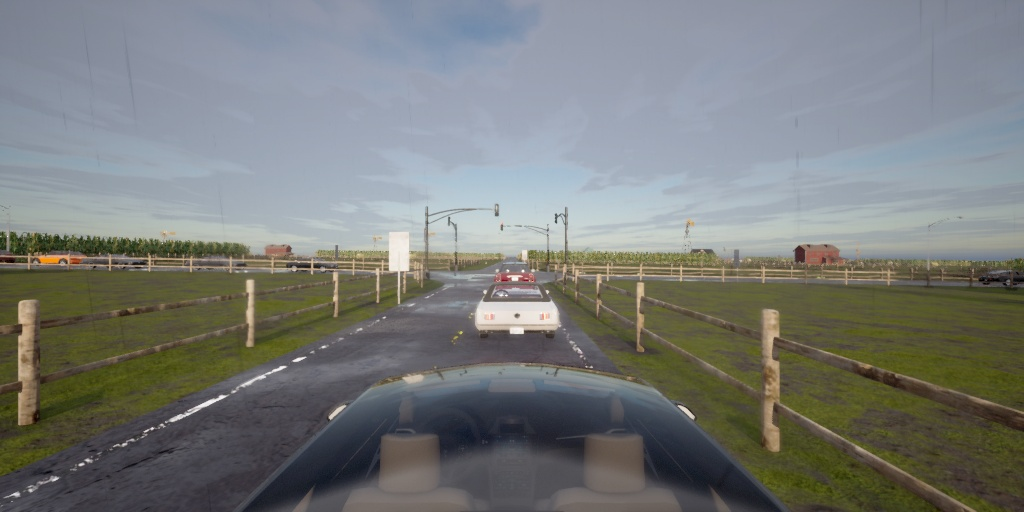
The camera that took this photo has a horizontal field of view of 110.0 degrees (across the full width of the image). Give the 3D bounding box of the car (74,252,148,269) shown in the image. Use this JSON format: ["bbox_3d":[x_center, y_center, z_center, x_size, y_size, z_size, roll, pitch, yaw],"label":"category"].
[{"bbox_3d":[-40.745,0.570,36.727,5.357,1.411,2.033,1,0,1],"label":"car"}]

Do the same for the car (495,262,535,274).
[{"bbox_3d":[0.171,1.103,19.068,2.097,1.767,4.553,0,0,1],"label":"car"}]

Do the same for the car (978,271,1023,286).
[{"bbox_3d":[50.703,2.256,36.485,4.892,1.490,1.837,1,0,0],"label":"car"}]

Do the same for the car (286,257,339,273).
[{"bbox_3d":[-20.334,0.896,36.664,4.892,1.490,1.837,1,0,0],"label":"car"}]

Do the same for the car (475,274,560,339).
[{"bbox_3d":[0.120,1.351,10.080,1.895,1.301,4.718,0,0,0],"label":"car"}]

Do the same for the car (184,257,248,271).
[{"bbox_3d":[-30.223,0.759,36.694,5.357,1.411,2.033,1,0,1],"label":"car"}]
